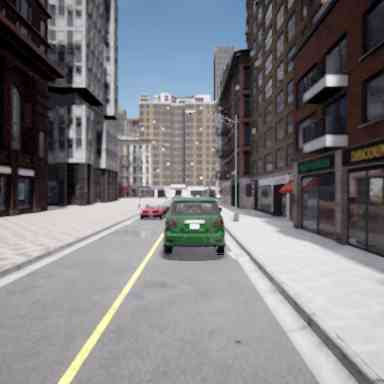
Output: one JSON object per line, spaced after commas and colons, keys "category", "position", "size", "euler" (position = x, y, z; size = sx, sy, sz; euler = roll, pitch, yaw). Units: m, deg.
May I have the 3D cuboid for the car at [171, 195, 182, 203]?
{"category": "car", "position": [-3.143, 1.372, 69.142], "size": [2.128, 1.511, 4.902], "euler": [0, 0, 0]}

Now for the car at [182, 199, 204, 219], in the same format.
{"category": "car", "position": [0.050, 1.475, 30.038], "size": [1.837, 1.490, 4.892], "euler": [0, 0, 0]}

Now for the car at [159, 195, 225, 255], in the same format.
{"category": "car", "position": [0.085, 1.212, 13.465], "size": [2.150, 2.045, 5.566], "euler": [0, 0, 0]}

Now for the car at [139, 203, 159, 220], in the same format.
{"category": "car", "position": [-3.141, 1.575, 27.532], "size": [1.895, 1.301, 4.718], "euler": [0, 0, 0]}
